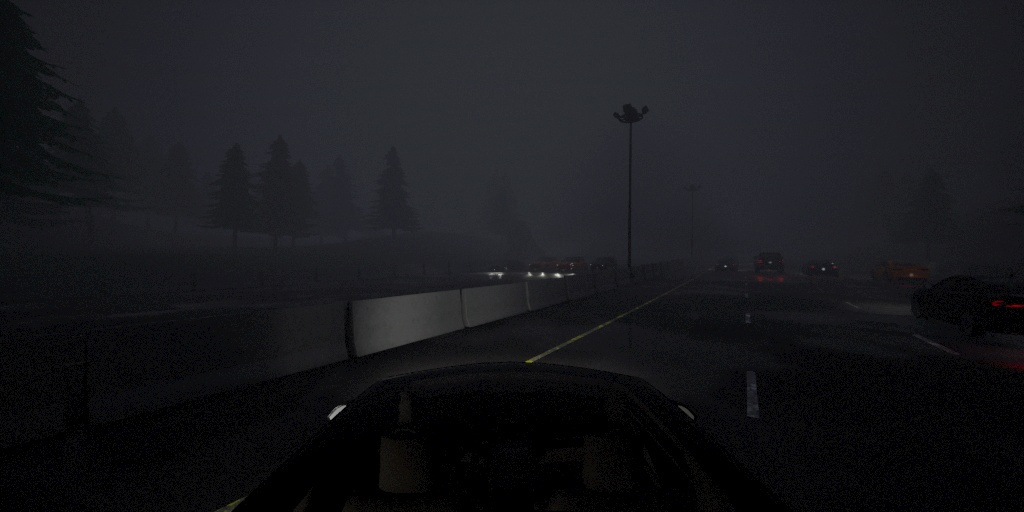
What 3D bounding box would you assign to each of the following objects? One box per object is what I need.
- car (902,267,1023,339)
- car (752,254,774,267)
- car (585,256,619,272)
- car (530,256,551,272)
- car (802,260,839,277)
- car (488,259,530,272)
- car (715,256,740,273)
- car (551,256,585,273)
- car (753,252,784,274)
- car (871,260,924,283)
[{"bbox_3d":[12.572,1.203,9.386,1.882,1.535,5.008,0,0,33],"label":"car"},{"bbox_3d":[32.803,0.583,47.009,2.128,1.511,4.902,0,1,32],"label":"car"},{"bbox_3d":[9.638,0.801,37.211,1.837,1.490,4.892,0,1,33],"label":"car"},{"bbox_3d":[3.748,0.840,40.995,2.097,1.767,4.553,0,1,33],"label":"car"},{"bbox_3d":[26.581,1.005,30.991,1.994,1.385,4.181,0,1,33],"label":"car"},{"bbox_3d":[-0.443,1.067,41.000,2.033,1.411,5.357,0,1,33],"label":"car"},{"bbox_3d":[22.119,0.955,36.979,1.994,1.385,4.181,0,1,33],"label":"car"},{"bbox_3d":[6.513,0.846,38.832,2.097,1.767,4.553,0,1,33],"label":"car"},{"bbox_3d":[24.679,0.628,34.490,2.150,2.045,5.566,0,1,33],"label":"car"},{"bbox_3d":[26.806,1.000,24.904,1.882,1.535,5.008,0,1,33],"label":"car"}]
